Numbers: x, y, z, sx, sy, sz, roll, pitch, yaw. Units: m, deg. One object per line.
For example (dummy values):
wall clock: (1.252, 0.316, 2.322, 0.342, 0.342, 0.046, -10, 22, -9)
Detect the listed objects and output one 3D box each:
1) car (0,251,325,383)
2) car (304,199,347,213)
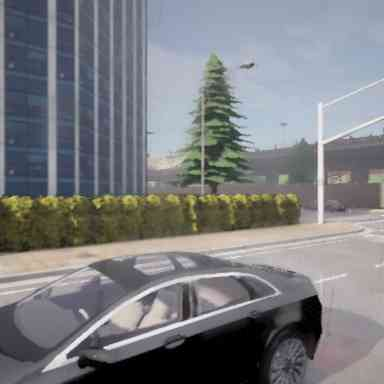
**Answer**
car: (-0.614, 1.488, 3.523, 4.902, 1.511, 2.128, 0, 0, -35)
car: (13.885, 1.442, 34.807, 1.994, 1.385, 4.181, 0, 0, -35)
